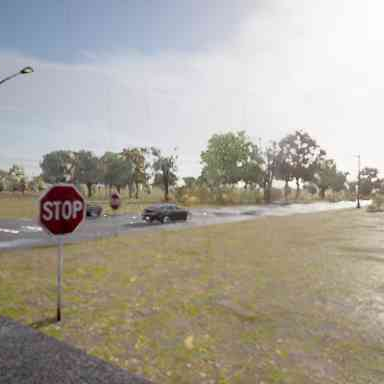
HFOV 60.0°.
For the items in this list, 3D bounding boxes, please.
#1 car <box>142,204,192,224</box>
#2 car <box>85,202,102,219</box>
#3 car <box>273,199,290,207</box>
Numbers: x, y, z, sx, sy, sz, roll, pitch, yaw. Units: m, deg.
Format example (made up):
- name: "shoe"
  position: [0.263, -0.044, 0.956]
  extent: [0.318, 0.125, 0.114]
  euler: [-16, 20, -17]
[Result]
- name: "car"
  position: [-1.884, 1.718, 26.814]
  extent: [1.837, 1.490, 4.892]
  euler: [1, 0, 36]
- name: "car"
  position: [-9.822, 1.586, 27.784]
  extent: [2.128, 1.511, 4.902]
  euler: [1, 1, 36]
- name: "car"
  position: [17.833, 2.136, 66.038]
  extent: [2.033, 1.411, 5.357]
  euler: [1, 0, 36]
